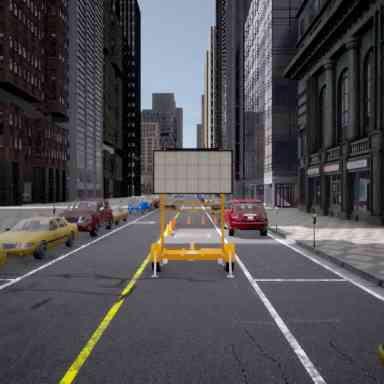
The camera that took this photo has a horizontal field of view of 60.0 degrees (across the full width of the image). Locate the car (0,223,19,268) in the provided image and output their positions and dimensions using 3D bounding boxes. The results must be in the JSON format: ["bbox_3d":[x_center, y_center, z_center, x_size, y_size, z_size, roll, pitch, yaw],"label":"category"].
[{"bbox_3d":[-5.750,1.525,6.809,1.752,1.417,4.829,0,0,0],"label":"car"}]

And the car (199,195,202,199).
[{"bbox_3d":[2.904,1.597,63.372,1.947,1.339,4.313,0,0,0],"label":"car"}]

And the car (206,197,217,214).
[{"bbox_3d":[2.840,1.559,35.170,2.008,1.369,4.403,0,0,0],"label":"car"}]

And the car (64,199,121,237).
[{"bbox_3d":[-5.724,1.316,18.261,2.192,1.841,5.009,0,0,0],"label":"car"}]

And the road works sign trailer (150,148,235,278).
[{"bbox_3d":[0.023,0.464,10.163,2.380,3.560,2.880,0,0,0],"label":"road works sign trailer"}]

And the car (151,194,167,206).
[{"bbox_3d":[-5.635,1.341,57.746,2.192,1.841,5.009,0,0,0],"label":"car"}]

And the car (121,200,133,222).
[{"bbox_3d":[-5.711,1.528,23.731,1.752,1.417,4.829,0,0,0],"label":"car"}]

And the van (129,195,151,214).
[{"bbox_3d":[-5.686,1.349,35.183,1.690,1.788,3.998,0,0,0],"label":"van"}]

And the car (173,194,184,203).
[{"bbox_3d":[-2.835,1.640,72.115,1.895,1.301,4.718,0,0,0],"label":"car"}]

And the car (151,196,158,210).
[{"bbox_3d":[-5.673,1.563,40.823,2.008,1.369,4.403,0,0,0],"label":"car"}]

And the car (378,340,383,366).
[{"bbox_3d":[2.763,1.525,1.497,1.752,1.417,4.829,0,0,0],"label":"car"}]

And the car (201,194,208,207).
[{"bbox_3d":[2.878,1.461,52.091,1.967,1.590,4.097,0,0,0],"label":"car"}]

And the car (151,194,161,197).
[{"bbox_3d":[-5.661,1.331,46.464,2.192,1.841,5.009,0,0,0],"label":"car"}]

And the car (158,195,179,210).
[{"bbox_3d":[-3.001,1.518,43.136,1.837,1.490,4.892,0,0,0],"label":"car"}]

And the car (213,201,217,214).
[{"bbox_3d":[2.814,1.554,23.889,2.008,1.369,4.403,0,0,0],"label":"car"}]

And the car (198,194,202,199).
[{"bbox_3d":[2.942,1.591,80.294,1.887,1.381,4.507,0,0,0],"label":"car"}]

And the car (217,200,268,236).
[{"bbox_3d":[2.801,1.316,18.249,2.192,1.841,5.009,0,0,0],"label":"car"}]

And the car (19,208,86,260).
[{"bbox_3d":[-5.737,1.525,12.450,1.752,1.417,4.829,0,0,0],"label":"car"}]

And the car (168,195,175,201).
[{"bbox_3d":[-5.557,1.581,91.420,1.752,1.417,4.829,0,0,0],"label":"car"}]

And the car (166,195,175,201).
[{"bbox_3d":[-5.570,1.602,85.949,2.008,1.369,4.403,0,0,0],"label":"car"}]
